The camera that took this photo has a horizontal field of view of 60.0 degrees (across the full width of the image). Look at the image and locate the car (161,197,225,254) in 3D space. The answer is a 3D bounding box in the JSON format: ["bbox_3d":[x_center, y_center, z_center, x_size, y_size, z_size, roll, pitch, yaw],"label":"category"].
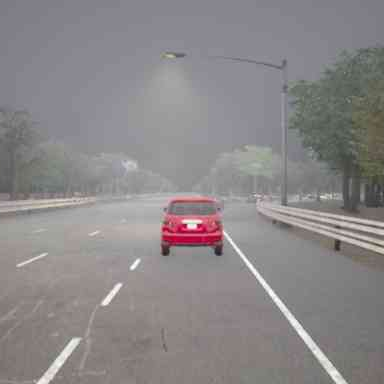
[{"bbox_3d":[0.007,1.195,13.414,2.150,2.045,5.566,0,0,0],"label":"car"}]

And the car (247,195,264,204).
[{"bbox_3d":[11.759,1.367,61.192,2.128,1.511,4.902,0,0,31],"label":"car"}]

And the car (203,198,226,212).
[{"bbox_3d":[2.710,1.457,39.009,1.812,1.442,4.674,0,0,14],"label":"car"}]
